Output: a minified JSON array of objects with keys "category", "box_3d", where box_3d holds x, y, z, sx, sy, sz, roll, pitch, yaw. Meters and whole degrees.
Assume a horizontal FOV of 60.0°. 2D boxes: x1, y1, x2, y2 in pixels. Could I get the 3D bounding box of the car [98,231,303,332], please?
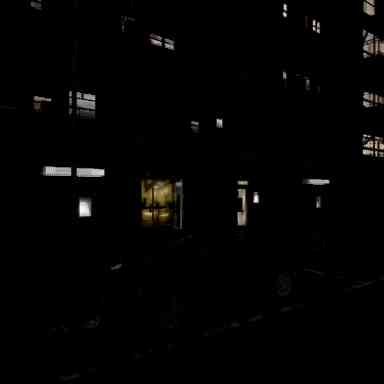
[{"category":"car","box_3d":[0.370,1.542,6.817,4.507,1.381,1.887,0,0,-36]}]
